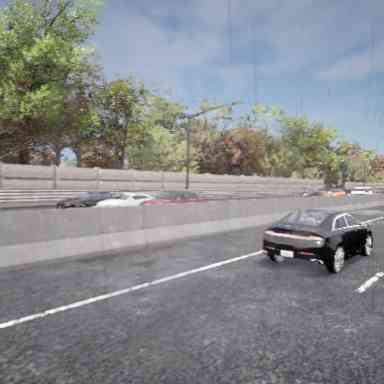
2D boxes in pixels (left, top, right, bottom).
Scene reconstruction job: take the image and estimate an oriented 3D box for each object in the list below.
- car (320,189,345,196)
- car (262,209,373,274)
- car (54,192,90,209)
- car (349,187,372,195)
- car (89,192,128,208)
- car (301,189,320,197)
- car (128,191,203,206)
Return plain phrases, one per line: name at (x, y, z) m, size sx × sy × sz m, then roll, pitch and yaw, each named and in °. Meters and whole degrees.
car at (22.587, 0.312, 52.575) m, size 2.097 × 1.767 × 4.553 m, roll 3°, pitch 2°, yaw 42°
car at (3.926, 1.272, 9.936) m, size 2.128 × 1.511 × 4.902 m, roll 3°, pitch 2°, yaw 41°
car at (-7.073, 0.688, 24.219) m, size 2.033 × 1.411 × 5.357 m, roll 3°, pitch 2°, yaw 41°
car at (26.054, 0.290, 51.193) m, size 2.150 × 2.045 × 5.566 m, roll 3°, pitch 2°, yaw 42°
car at (-4.137, 0.783, 22.262) m, size 1.812 × 1.442 × 4.674 m, roll 3°, pitch 2°, yaw 41°
car at (19.608, 0.334, 54.492) m, size 2.128 × 1.511 × 4.902 m, roll 3°, pitch 2°, yaw 42°
car at (-1.257, 0.728, 20.223) m, size 2.097 × 1.767 × 4.553 m, roll 3°, pitch 2°, yaw 41°
